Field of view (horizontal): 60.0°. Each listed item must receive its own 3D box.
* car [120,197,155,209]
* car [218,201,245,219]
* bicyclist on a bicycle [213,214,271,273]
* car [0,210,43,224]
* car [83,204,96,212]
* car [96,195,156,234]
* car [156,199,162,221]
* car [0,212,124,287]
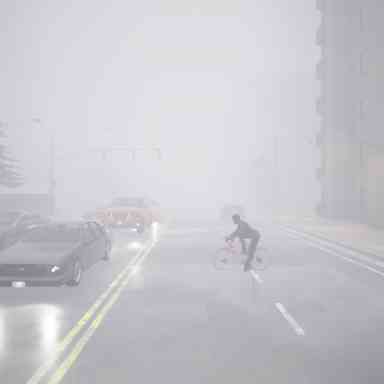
[{"bbox_3d":[-7.538,1.478,45.801,5.008,1.535,1.882,0,0,38],"label":"car"},{"bbox_3d":[3.358,1.478,28.811,1.882,1.535,5.008,0,0,0],"label":"car"},{"bbox_3d":[1.407,1.452,9.377,1.656,1.620,0.582,-1,0,0],"label":"bicyclist on a bicycle"},{"bbox_3d":[-7.148,1.492,12.892,2.128,1.511,4.902,0,0,0],"label":"car"},{"bbox_3d":[-7.139,1.601,26.425,1.895,1.301,4.718,0,0,0],"label":"car"},{"bbox_3d":[-3.664,1.221,19.565,2.150,2.045,5.566,0,0,0],"label":"car"},{"bbox_3d":[-3.635,1.352,27.381,2.097,1.767,4.553,0,0,0],"label":"car"},{"bbox_3d":[-3.635,1.547,9.624,2.033,1.411,5.357,0,0,0],"label":"car"}]
